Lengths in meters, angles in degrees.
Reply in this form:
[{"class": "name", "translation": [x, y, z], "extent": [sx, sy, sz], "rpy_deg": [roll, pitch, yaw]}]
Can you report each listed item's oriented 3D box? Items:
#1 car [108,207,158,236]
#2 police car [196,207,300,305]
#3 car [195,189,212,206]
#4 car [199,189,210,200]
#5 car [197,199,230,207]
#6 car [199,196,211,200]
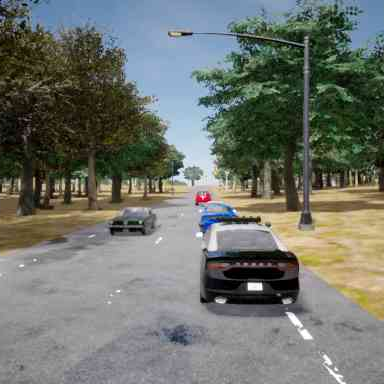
[{"class": "car", "translation": [-3.118, 1.527, 18.204], "extent": [1.895, 1.301, 4.718], "rpy_deg": [0, 0, 2]}, {"class": "police car", "translation": [1.128, 1.409, 8.293], "extent": [1.930, 1.638, 5.238], "rpy_deg": [0, 0, 1]}, {"class": "car", "translation": [1.617, 0.805, 46.158], "extent": [2.150, 2.045, 5.566], "rpy_deg": [0, 1, 3]}, {"class": "car", "translation": [2.489, 0.467, 67.354], "extent": [2.150, 2.045, 5.566], "rpy_deg": [0, 1, 3]}, {"class": "car", "translation": [1.405, 1.401, 18.121], "extent": [1.882, 1.535, 5.008], "rpy_deg": [0, 1, 2]}, {"class": "car", "translation": [1.669, 1.315, 24.290], "extent": [1.801, 1.575, 5.366], "rpy_deg": [0, 1, 3]}]
